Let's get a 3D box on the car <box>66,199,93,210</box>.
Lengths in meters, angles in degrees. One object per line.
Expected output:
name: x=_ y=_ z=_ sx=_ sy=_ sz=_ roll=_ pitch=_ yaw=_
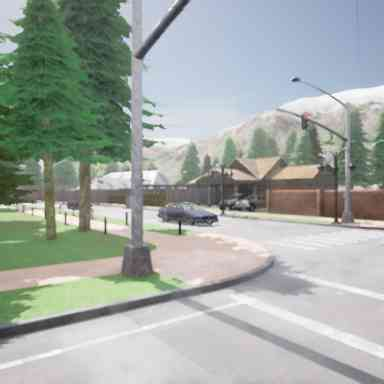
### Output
car: x=-13.994 y=1.567 z=41.359 sx=1.895 sy=1.301 sz=4.718 roll=0 pitch=0 yaw=-38

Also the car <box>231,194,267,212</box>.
car: x=6.714 y=1.115 z=35.175 sx=4.605 sy=1.855 sz=1.932 roll=0 pitch=0 yaw=-37

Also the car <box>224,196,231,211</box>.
car: x=4.891 y=1.118 z=36.950 sx=3.866 sy=1.878 sz=1.905 roll=0 pitch=0 yaw=-37

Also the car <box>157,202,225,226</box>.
car: x=-0.430 y=1.511 z=23.341 sx=2.033 sy=1.411 sz=5.357 roll=0 pitch=0 yaw=-36
